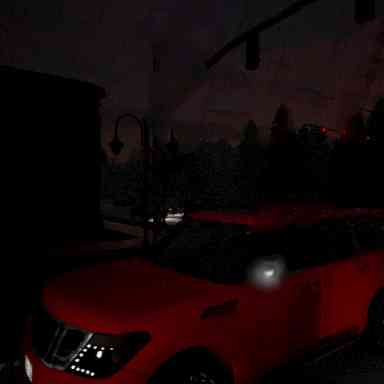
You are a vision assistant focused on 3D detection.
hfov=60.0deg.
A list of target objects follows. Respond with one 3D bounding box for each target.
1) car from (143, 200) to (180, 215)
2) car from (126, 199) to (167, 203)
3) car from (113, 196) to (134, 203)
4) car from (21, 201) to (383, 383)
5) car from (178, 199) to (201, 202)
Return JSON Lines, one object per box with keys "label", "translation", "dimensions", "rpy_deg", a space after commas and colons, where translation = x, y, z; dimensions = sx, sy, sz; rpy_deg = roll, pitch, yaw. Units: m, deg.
{"label": "car", "translation": [-3.248, 1.564, 34.620], "dimensions": [1.994, 1.385, 4.181], "rpy_deg": [0, 0, -35]}
{"label": "car", "translation": [-3.853, 1.564, 29.360], "dimensions": [1.994, 1.385, 4.181], "rpy_deg": [0, 0, -35]}
{"label": "car", "translation": [-10.485, 1.352, 51.359], "dimensions": [2.097, 1.767, 4.553], "rpy_deg": [0, 0, -35]}
{"label": "car", "translation": [0.806, 1.221, 4.564], "dimensions": [5.566, 2.045, 2.150], "rpy_deg": [0, 0, -35]}
{"label": "car", "translation": [1.248, 1.491, 22.061], "dimensions": [2.128, 1.511, 4.902], "rpy_deg": [0, 0, -35]}
